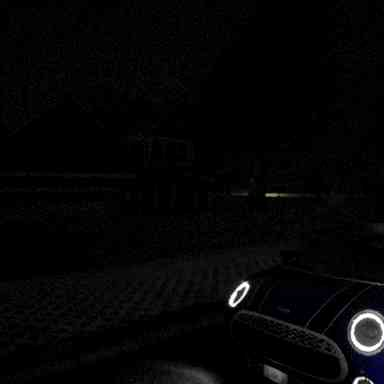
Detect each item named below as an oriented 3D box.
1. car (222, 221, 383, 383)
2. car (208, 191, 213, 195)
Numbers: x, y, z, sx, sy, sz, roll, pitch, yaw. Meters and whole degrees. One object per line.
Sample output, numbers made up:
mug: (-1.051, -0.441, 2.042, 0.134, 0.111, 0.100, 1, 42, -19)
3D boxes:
car: (2.532, 1.313, 5.008, 4.553, 1.767, 2.097, -1, 0, -42)
car: (1.765, 0.809, 51.818, 2.150, 2.045, 5.566, -1, 0, -35)
